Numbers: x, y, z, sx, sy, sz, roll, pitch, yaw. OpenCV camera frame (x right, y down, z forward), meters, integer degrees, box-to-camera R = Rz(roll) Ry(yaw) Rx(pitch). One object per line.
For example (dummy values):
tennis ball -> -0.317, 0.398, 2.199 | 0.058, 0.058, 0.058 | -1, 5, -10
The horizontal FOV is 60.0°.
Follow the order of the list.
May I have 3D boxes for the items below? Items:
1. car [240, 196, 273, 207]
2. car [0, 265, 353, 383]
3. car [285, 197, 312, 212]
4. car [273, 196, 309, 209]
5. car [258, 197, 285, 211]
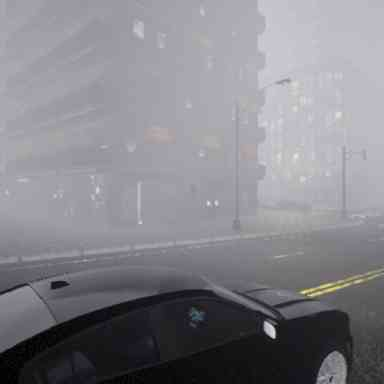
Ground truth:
car -> 9.221, 1.360, 47.798 | 4.313, 1.339, 1.947 | 1, 0, 44
car -> -0.414, 1.488, 3.198 | 5.008, 1.535, 1.882 | 0, 0, -36
car -> 11.348, 1.489, 37.780 | 4.181, 1.385, 1.994 | 1, 1, 44
car -> 13.164, 1.325, 44.172 | 4.097, 1.590, 1.967 | 1, 0, 44
car -> 7.571, 1.400, 37.694 | 4.829, 1.417, 1.752 | 1, 0, 44
